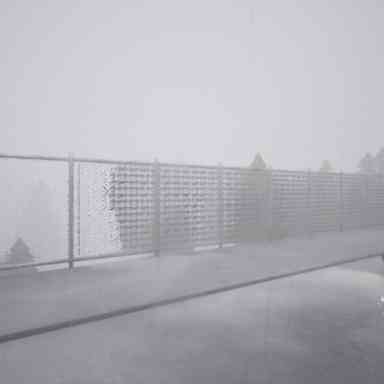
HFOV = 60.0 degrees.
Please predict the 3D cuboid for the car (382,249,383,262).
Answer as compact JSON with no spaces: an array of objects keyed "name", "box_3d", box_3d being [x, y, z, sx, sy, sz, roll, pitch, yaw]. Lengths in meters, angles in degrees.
[{"name":"car","box_3d":[7.590,1.517,9.991,4.674,1.442,1.812,0,0,-35]}]
